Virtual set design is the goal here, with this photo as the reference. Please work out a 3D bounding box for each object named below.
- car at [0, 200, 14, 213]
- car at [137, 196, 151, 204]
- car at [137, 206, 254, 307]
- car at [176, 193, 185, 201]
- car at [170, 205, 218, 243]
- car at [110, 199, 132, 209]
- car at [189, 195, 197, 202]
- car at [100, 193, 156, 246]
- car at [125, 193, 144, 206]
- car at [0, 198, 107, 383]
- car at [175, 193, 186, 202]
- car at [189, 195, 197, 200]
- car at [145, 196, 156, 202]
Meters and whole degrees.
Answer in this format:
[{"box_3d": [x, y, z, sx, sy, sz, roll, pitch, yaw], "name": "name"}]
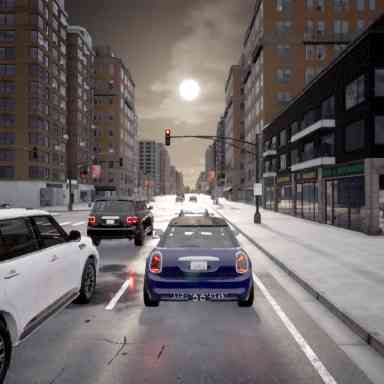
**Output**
[{"box_3d": [-22.018, 1.597, 36.065, 4.313, 1.339, 1.947, 0, 0, 0], "name": "car"}, {"box_3d": [-9.525, 1.598, 66.386, 1.994, 1.385, 4.181, 0, 0, 1], "name": "car"}, {"box_3d": [0.127, 1.353, 8.145, 2.097, 1.767, 4.553, 0, 0, 0], "name": "car"}, {"box_3d": [-2.925, 1.169, 88.267, 2.150, 2.045, 5.566, 0, 0, 0], "name": "car"}, {"box_3d": [0.118, 1.495, 17.213, 2.128, 1.511, 4.902, 0, 0, 1], "name": "car"}, {"box_3d": [-9.690, 1.619, 45.684, 1.895, 1.301, 4.718, 0, 0, 0], "name": "car"}, {"box_3d": [0.289, 1.569, 78.217, 1.812, 1.442, 4.674, 0, 0, 0], "name": "car"}, {"box_3d": [-3.096, 1.225, 15.341, 2.150, 2.045, 5.566, 0, 0, 0], "name": "car"}, {"box_3d": [-9.627, 1.247, 56.379, 2.150, 2.045, 5.566, 0, 0, 1], "name": "car"}, {"box_3d": [-3.138, 1.222, 4.988, 2.150, 2.045, 5.566, 0, 0, 1], "name": "car"}, {"box_3d": [-2.963, 1.584, 77.815, 2.033, 1.411, 5.357, 0, 0, 0], "name": "car"}, {"box_3d": [0.325, 1.497, 88.225, 1.994, 1.385, 4.181, 0, 0, 0], "name": "car"}, {"box_3d": [-9.469, 1.630, 76.467, 1.895, 1.301, 4.718, 0, 0, 0], "name": "car"}]
